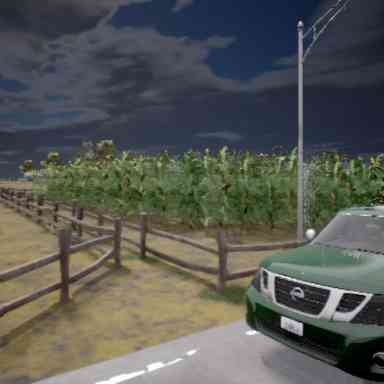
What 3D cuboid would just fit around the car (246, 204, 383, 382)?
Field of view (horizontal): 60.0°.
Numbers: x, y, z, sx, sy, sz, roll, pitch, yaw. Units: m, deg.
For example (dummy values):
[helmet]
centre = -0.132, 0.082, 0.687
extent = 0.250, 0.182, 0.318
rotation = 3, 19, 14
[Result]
[car]
centre = 3.421, 1.239, 5.498
extent = 5.566, 2.045, 2.150
rotation = 1, 0, -35
